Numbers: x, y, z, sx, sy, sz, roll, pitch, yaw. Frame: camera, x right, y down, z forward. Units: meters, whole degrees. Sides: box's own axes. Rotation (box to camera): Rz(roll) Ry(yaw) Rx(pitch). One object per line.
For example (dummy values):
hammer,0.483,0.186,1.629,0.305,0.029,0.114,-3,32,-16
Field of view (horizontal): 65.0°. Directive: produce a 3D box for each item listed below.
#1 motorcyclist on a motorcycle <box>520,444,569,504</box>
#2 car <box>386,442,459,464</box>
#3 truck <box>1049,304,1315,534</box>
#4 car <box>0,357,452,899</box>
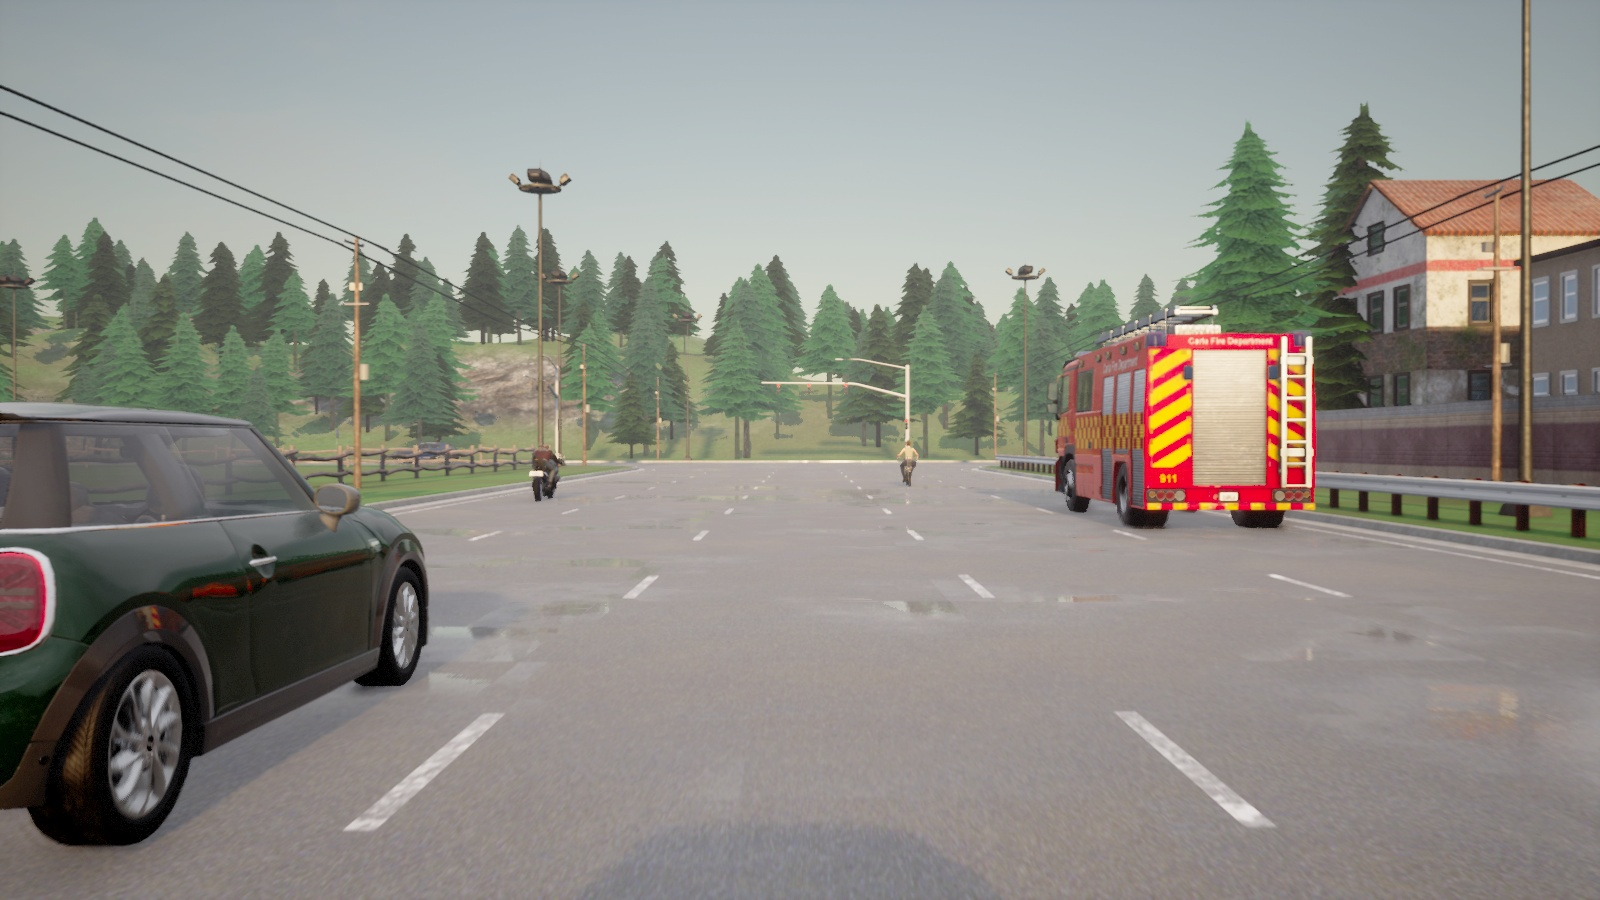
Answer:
motorcyclist on a motorcycle,-6.793,0.617,33.486,0.866,1.530,2.191,0,0,0
car,-28.254,0.208,94.074,4.856,1.649,2.033,0,0,1
truck,7.204,-0.531,25.158,2.891,3.827,8.468,0,0,1
car,-3.448,0.572,6.341,2.097,1.767,4.553,0,0,0
